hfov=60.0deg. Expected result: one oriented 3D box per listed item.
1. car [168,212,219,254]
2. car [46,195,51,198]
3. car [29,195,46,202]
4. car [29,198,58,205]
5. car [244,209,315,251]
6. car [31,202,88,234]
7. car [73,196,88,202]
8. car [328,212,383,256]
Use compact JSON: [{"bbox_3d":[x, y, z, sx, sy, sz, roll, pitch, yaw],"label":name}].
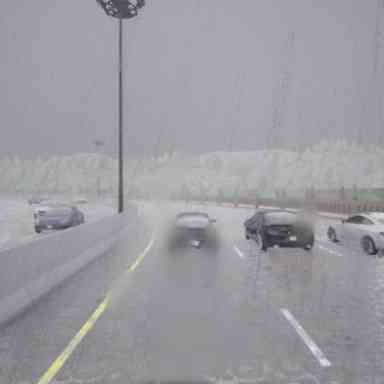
[{"bbox_3d":[0.006,1.516,13.251,1.812,1.442,4.674,0,0,-2],"label":"car"},{"bbox_3d":[-29.766,1.261,67.500,1.812,1.442,4.674,0,0,-36],"label":"car"},{"bbox_3d":[-26.795,1.473,56.948,1.837,1.490,4.892,0,0,-30],"label":"car"},{"bbox_3d":[-12.426,1.505,29.137,1.812,1.442,4.674,0,0,-12],"label":"car"},{"bbox_3d":[3.476,1.468,14.100,1.882,1.535,5.008,0,0,-2],"label":"car"},{"bbox_3d":[-7.550,1.512,19.424,1.812,1.442,4.674,0,0,-6],"label":"car"},{"bbox_3d":[-19.854,1.436,58.949,1.882,1.535,5.008,0,0,-29],"label":"car"},{"bbox_3d":[7.014,1.517,12.925,1.812,1.442,4.674,0,0,-2],"label":"car"}]
